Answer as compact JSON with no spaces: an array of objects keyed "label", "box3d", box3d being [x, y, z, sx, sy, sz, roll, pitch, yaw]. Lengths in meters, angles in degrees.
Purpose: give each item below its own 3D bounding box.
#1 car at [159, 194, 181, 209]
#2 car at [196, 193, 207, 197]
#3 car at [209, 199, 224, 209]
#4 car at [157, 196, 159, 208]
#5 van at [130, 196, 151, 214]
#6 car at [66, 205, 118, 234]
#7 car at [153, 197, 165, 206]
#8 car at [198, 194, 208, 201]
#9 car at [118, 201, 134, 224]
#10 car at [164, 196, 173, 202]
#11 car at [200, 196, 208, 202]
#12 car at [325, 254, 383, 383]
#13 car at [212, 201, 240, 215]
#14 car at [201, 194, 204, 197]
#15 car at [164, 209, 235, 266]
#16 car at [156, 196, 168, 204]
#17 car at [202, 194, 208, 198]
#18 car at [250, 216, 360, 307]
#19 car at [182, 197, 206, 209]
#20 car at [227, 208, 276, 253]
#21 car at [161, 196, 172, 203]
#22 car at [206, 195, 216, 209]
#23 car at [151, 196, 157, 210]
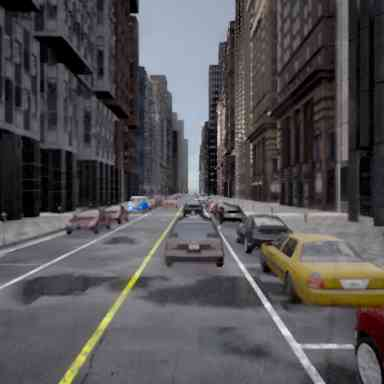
[{"label":"car","box3d":[-3.056,1.389,47.095,2.097,1.767,4.553,0,0,0]},{"label":"car","box3d":[2.439,1.284,69.792,2.150,2.045,5.566,0,0,0]},{"label":"car","box3d":[2.780,1.605,30.213,1.802,1.307,4.206,0,0,0]},{"label":"car","box3d":[-5.734,1.620,47.008,1.802,1.307,4.206,0,0,0]},{"label":"van","box3d":[-5.742,1.369,35.804,1.690,1.788,3.998,0,0,0]},{"label":"car","box3d":[-5.752,1.595,18.998,1.802,1.307,4.206,0,0,0]},{"label":"car","box3d":[-5.727,1.632,58.213,1.802,1.307,4.206,0,0,0]},{"label":"car","box3d":[2.814,1.403,86.230,2.192,1.841,5.009,0,0,0]},{"label":"car","box3d":[-5.748,1.600,24.599,1.802,1.307,4.206,0,0,0]},{"label":"car","box3d":[-5.713,1.644,80.620,1.947,1.339,4.313,0,0,0]},{"label":"car","box3d":[2.812,1.661,80.628,1.802,1.307,4.206,0,0,0]},{"label":"car","box3d":[2.763,1.547,2.204,1.887,1.381,4.507,0,0,0]},{"label":"car","box3d":[2.777,1.584,24.611,1.947,1.339,4.313,0,0,0]},{"label":"car","box3d":[2.798,1.576,58.392,1.752,1.417,4.829,0,0,0]},{"label":"car","box3d":[0.077,1.556,11.598,2.033,1.411,5.357,0,0,0]},{"label":"car","box3d":[-5.724,1.496,63.814,1.967,1.590,4.097,0,0,0]},{"label":"car","box3d":[2.791,1.479,47.017,1.967,1.590,4.097,0,0,0]},{"label":"car","box3d":[2.766,1.531,7.976,1.752,1.417,4.829,0,0,0]},{"label":"car","box3d":[0.107,1.529,31.725,1.837,1.490,4.892,0,0,0]},{"label":"car","box3d":[2.770,1.561,13.407,2.008,1.369,4.403,0,0,0]},{"label":"car","box3d":[-5.717,1.636,75.018,1.947,1.339,4.313,0,0,0]},{"label":"car","box3d":[2.784,1.468,35.814,1.967,1.590,4.097,0,0,0]},{"label":"car","box3d":[-5.738,1.558,41.236,1.752,1.417,4.829,0,0,0]}]
